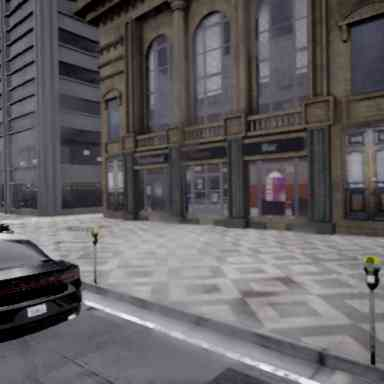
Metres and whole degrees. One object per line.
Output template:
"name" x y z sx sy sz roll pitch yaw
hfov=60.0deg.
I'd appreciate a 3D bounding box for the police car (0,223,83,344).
"police car" -4.115 1.450 6.252 5.238 1.638 1.930 -1 1 40
